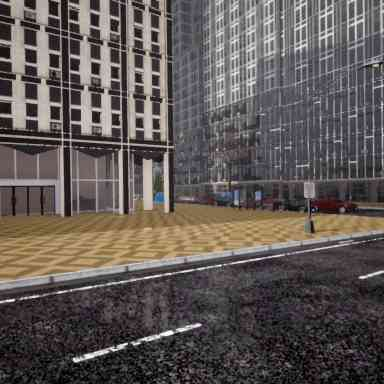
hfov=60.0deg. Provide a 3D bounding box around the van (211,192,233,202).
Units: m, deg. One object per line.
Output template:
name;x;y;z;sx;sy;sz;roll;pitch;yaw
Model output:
van;5.238;0.855;58.798;1.690;1.788;3.998;0;1;-34

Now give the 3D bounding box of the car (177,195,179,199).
car;-4.341;0.936;72.907;1.802;1.307;4.206;0;1;-34

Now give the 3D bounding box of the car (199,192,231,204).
car;3.600;1.011;50.879;2.097;1.767;4.553;-1;1;-35

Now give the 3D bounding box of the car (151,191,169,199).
car;-7.535;0.615;77.605;2.192;1.841;5.009;0;1;-34

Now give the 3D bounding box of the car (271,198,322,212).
car;10.972;1.424;35.215;1.947;1.339;4.313;0;1;-34

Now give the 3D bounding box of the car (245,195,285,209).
car;9.253;1.228;42.573;1.882;1.535;5.008;-1;1;-34

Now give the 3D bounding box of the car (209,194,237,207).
car;4.648;1.319;44.662;1.947;1.339;4.313;0;1;-34

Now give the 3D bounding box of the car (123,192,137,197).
car;-17.115;0.688;91.712;2.008;1.369;4.403;0;1;-34

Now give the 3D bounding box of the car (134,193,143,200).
car;-11.274;1.039;68.199;2.008;1.369;4.403;0;1;-34

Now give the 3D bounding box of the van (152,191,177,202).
van;-4.887;0.937;58.793;1.690;1.788;3.998;0;1;-34

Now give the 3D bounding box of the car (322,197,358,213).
car;14.652;1.315;34.622;1.882;1.535;5.008;-1;1;-34

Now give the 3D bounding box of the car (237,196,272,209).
car;7.793;1.388;39.929;1.802;1.307;4.206;0;1;-34

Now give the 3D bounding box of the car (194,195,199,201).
car;2.045;1.043;63.503;1.802;1.307;4.206;0;1;-34

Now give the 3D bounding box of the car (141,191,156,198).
car;-10.729;0.686;82.307;1.967;1.590;4.097;0;1;-34
